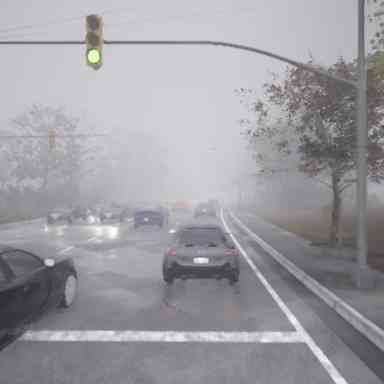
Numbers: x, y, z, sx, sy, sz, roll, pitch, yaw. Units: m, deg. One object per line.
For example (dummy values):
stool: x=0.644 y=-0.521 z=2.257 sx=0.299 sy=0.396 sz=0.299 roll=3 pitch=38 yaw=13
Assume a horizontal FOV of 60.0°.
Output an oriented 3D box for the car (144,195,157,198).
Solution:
car: x=-7.178 y=1.489 z=56.368 sx=2.150 sy=2.045 sz=5.566 roll=0 pitch=0 yaw=6

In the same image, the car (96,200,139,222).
car: x=-6.209 y=1.623 z=27.756 sx=2.128 sy=1.511 sz=4.902 roll=0 pitch=0 yaw=4

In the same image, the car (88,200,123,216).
car: x=-9.184 y=1.660 z=35.764 sx=2.128 sy=1.511 sz=4.902 roll=0 pitch=0 yaw=4

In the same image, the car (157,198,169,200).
car: x=-4.765 y=1.821 z=46.192 sx=1.895 sy=1.301 sz=4.718 roll=0 pitch=0 yaw=6

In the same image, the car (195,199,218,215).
car: x=1.344 y=1.723 z=33.152 sx=1.994 sy=1.385 sz=4.181 roll=0 pitch=0 yaw=4

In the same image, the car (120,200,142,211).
car: x=-8.325 y=1.780 z=45.737 sx=1.994 sy=1.385 sz=4.181 roll=0 pitch=0 yaw=5

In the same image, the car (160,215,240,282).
car: x=0.261 y=1.613 z=9.958 sx=1.994 sy=1.385 sz=4.181 roll=0 pitch=0 yaw=1

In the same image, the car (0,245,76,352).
car: x=-3.334 y=1.501 z=4.936 sx=1.882 sy=1.535 sz=5.008 roll=0 pitch=-1 yaw=1

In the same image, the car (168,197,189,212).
car: x=-1.423 y=1.680 z=42.430 sx=1.882 sy=1.535 sz=5.008 roll=0 pitch=0 yaw=5

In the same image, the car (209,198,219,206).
car: x=3.868 y=1.766 z=59.987 sx=1.882 sy=1.535 sz=5.008 roll=0 pitch=0 yaw=8

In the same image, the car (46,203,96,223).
car: x=-9.783 y=1.616 z=26.556 sx=2.128 sy=1.511 sz=4.902 roll=0 pitch=0 yaw=3

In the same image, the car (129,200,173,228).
car: x=-2.750 y=1.589 z=23.328 sx=1.882 sy=1.535 sz=5.008 roll=0 pitch=0 yaw=3

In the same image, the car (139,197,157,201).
car: x=-5.583 y=1.681 z=37.036 sx=1.837 sy=1.490 sz=4.892 roll=0 pitch=0 yaw=5
